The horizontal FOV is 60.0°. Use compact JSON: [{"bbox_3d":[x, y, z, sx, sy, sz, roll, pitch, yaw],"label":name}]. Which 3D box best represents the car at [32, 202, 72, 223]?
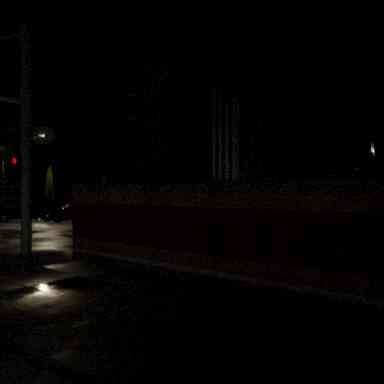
[{"bbox_3d":[-9.639,1.600,26.542,2.033,1.411,5.357,0,0,36],"label":"car"}]

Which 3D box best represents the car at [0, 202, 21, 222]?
[{"bbox_3d":[-13.800,1.543,26.770,2.128,1.511,4.902,0,0,36],"label":"car"}]
